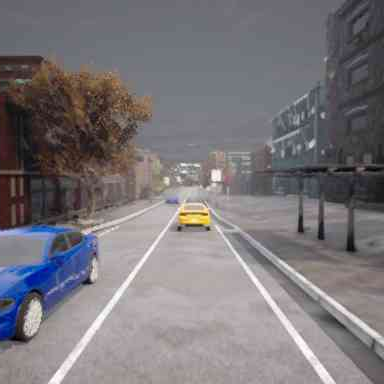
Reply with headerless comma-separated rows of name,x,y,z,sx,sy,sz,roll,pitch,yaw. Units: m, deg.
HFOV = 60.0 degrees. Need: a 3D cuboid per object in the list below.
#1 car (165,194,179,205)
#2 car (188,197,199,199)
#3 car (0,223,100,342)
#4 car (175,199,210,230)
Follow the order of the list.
car,-2.949,1.089,50.244,1.882,1.535,5.008,0,0,1
car,0.168,1.307,39.541,2.033,1.411,5.357,0,1,0
car,-3.320,1.472,6.661,1.882,1.535,5.008,0,0,0
car,0.112,1.430,20.975,1.882,1.535,5.008,0,0,0
